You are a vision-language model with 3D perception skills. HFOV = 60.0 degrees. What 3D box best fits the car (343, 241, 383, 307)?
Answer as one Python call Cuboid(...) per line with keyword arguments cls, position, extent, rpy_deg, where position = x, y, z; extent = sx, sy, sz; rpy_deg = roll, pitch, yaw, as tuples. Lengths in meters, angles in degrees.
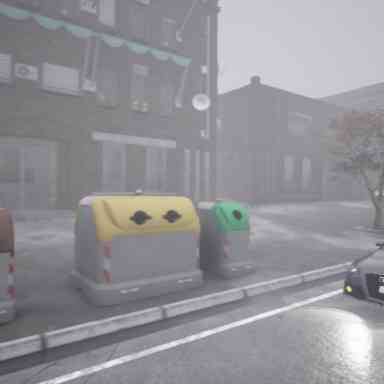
Cuboid(cls="car", position=(5.047, 1.547, 6.978), extent=(4.181, 1.385, 1.994), rpy_deg=(0, 0, -36))
